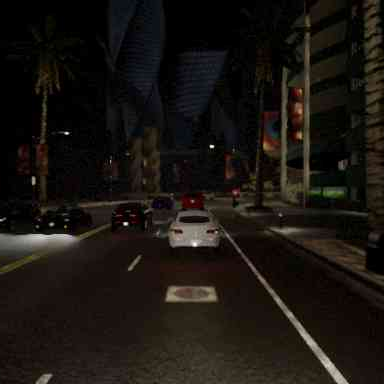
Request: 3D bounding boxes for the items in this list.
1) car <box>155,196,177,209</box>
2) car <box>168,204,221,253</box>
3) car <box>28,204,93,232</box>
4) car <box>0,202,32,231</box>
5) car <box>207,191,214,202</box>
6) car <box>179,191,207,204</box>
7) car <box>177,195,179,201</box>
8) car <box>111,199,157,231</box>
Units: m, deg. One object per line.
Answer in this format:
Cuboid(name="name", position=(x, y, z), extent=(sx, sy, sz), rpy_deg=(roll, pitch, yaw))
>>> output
Cuboid(name="car", position=(-3.144, 1.213, 36.726), extent=(1.882, 1.535, 5.008), rpy_deg=(0, 0, 4))
Cuboid(name="car", position=(0.082, 1.431, 13.075), extent=(1.812, 1.442, 4.674), rpy_deg=(0, 0, 0))
Cuboid(name="car", position=(-7.094, 1.428, 18.781), extent=(1.994, 1.385, 4.181), rpy_deg=(0, 0, 0))
Cuboid(name="car", position=(-10.592, 1.364, 19.524), extent=(1.837, 1.490, 4.892), rpy_deg=(0, 0, 0))
Cuboid(name="car", position=(1.829, 0.787, 60.087), extent=(2.150, 2.045, 5.566), rpy_deg=(0, 1, 38))
Cuboid(name="car", position=(0.172, 0.974, 34.284), extent=(2.150, 2.045, 5.566), rpy_deg=(0, 0, 2))
Cuboid(name="car", position=(-1.757, 1.086, 61.075), extent=(1.812, 1.442, 4.674), rpy_deg=(0, 0, 36))
Cuboid(name="car", position=(-3.409, 1.364, 19.517), extent=(1.837, 1.490, 4.892), rpy_deg=(0, 0, 0))
